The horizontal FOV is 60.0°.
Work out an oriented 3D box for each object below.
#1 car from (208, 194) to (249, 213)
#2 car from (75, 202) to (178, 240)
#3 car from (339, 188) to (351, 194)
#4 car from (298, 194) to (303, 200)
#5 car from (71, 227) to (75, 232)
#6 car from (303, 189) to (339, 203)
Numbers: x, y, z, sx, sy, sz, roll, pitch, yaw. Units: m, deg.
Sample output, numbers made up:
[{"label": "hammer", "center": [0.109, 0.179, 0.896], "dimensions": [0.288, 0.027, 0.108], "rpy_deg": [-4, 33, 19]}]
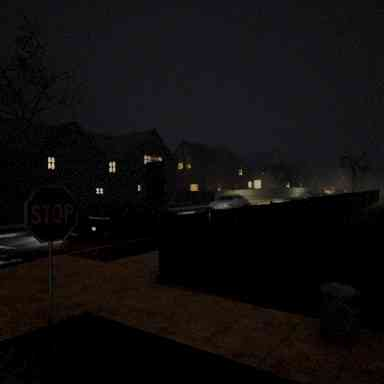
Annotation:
[{"label": "car", "center": [3.199, 0.923, 27.977], "dimensions": [1.812, 1.442, 4.674], "rpy_deg": [0, 2, 37]}, {"label": "car", "center": [-2.567, 1.226, 15.557], "dimensions": [2.128, 1.511, 4.902], "rpy_deg": [0, 1, 37]}, {"label": "car", "center": [21.576, 0.254, 47.711], "dimensions": [1.837, 1.490, 4.892], "rpy_deg": [0, 1, 37]}, {"label": "car", "center": [15.922, 0.488, 44.772], "dimensions": [1.895, 1.301, 4.718], "rpy_deg": [0, 1, 37]}, {"label": "car", "center": [-4.811, 1.288, 17.315], "dimensions": [2.033, 1.411, 5.357], "rpy_deg": [0, 1, 37]}, {"label": "car", "center": [15.346, 0.479, 39.354], "dimensions": [2.128, 1.511, 4.902], "rpy_deg": [0, 1, 38]}]
